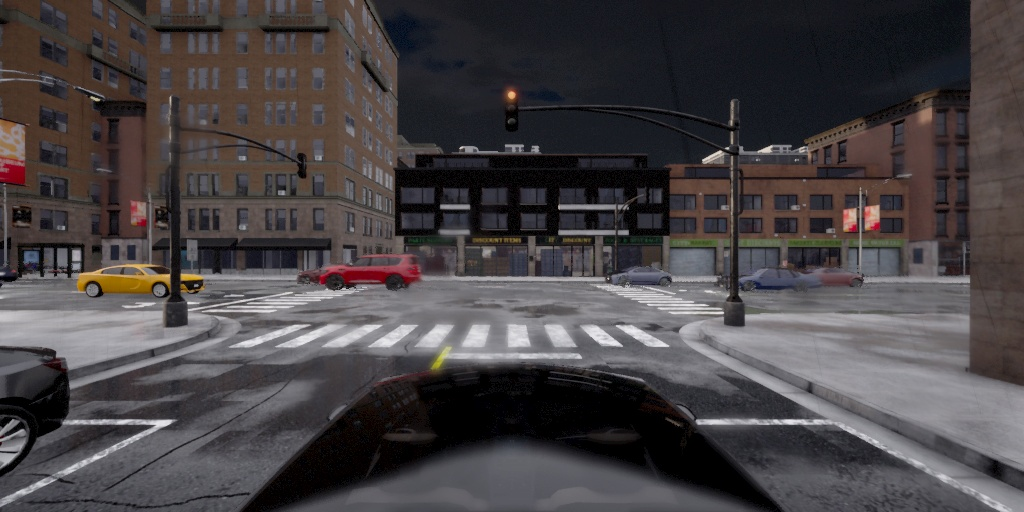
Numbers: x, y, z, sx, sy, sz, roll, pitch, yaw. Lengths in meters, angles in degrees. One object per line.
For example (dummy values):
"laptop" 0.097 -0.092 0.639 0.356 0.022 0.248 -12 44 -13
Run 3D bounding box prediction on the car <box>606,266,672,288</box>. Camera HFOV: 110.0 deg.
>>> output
"car" 8.494 1.363 24.182 4.181 1.385 1.994 0 0 0

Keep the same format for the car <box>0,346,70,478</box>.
"car" -5.387 1.316 1.866 1.948 1.339 4.313 0 0 0

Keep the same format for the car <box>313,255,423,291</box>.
"car" -8.035 0.939 20.853 5.566 2.045 2.150 0 0 0

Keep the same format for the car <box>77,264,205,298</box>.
"car" -17.782 1.149 17.356 5.008 1.535 1.882 0 0 0

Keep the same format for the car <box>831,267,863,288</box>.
"car" 20.991 1.428 24.243 4.181 1.385 1.994 0 0 0

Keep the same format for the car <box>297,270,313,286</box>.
"car" -11.856 1.225 24.071 4.674 1.442 1.812 0 0 0

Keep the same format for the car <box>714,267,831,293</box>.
"car" 14.913 1.380 20.964 5.357 1.411 2.033 0 0 0

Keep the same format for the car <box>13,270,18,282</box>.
"car" -36.137 1.150 23.968 4.181 1.385 1.994 0 0 0

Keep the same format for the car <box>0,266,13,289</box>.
"car" -27.848 1.150 17.310 4.674 1.442 1.812 0 0 0
